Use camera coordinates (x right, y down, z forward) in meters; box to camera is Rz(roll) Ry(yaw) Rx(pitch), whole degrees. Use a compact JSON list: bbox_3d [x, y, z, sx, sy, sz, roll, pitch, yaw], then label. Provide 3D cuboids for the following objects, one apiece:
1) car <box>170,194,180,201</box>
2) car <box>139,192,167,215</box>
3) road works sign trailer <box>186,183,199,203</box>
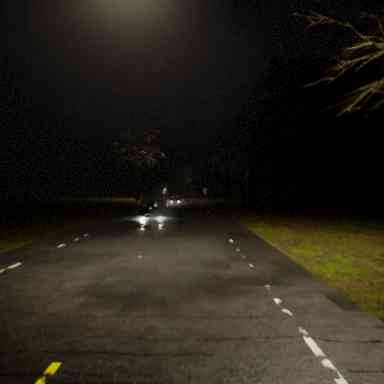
[{"bbox_3d":[-3.597,1.226,72.259,1.812,1.442,4.674,0,0,0],"label":"car"},{"bbox_3d":[-3.634,1.066,31.790,2.150,2.045,5.566,0,0,-1],"label":"car"},{"bbox_3d":[0.080,0.228,60.035,2.380,3.560,2.880,0,0,-5],"label":"road works sign trailer"}]
